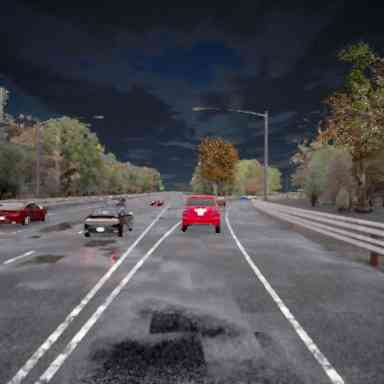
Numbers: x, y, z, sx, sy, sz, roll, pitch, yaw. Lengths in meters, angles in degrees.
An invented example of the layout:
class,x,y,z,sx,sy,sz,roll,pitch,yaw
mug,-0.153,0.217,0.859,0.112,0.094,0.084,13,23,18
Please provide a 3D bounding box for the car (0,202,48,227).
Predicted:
class,x,y,z,sx,sy,sz,roll,pitch,yaw
car,-11.377,1.406,22.367,1.882,1.535,5.008,0,0,-2

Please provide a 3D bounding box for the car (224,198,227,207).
class,x,y,z,sx,sy,sz,roll,pitch,yaw
car,4.635,1.612,53.982,1.882,1.535,5.008,0,0,10

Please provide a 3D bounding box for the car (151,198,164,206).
class,x,y,z,sx,sy,sz,roll,pitch,yaw
car,-5.455,1.563,53.396,1.895,1.301,4.718,0,0,-2

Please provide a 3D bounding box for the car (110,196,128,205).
class,x,y,z,sx,sy,sz,roll,pitch,yaw
car,-12.613,1.410,57.851,2.128,1.511,4.902,0,0,-2

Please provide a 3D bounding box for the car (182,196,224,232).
class,x,y,z,sx,sy,sz,roll,pitch,yaw
car,0.652,1.224,20.288,2.150,2.045,5.566,0,0,4

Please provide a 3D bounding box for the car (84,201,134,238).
class,x,y,z,sx,sy,sz,roll,pitch,yaw
car,-4.198,1.465,17.360,2.128,1.511,4.902,0,0,-2

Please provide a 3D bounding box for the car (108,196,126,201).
class,x,y,z,sx,sy,sz,roll,pitch,yaw
car,-8.362,1.493,36.347,2.033,1.411,5.357,0,0,-2
